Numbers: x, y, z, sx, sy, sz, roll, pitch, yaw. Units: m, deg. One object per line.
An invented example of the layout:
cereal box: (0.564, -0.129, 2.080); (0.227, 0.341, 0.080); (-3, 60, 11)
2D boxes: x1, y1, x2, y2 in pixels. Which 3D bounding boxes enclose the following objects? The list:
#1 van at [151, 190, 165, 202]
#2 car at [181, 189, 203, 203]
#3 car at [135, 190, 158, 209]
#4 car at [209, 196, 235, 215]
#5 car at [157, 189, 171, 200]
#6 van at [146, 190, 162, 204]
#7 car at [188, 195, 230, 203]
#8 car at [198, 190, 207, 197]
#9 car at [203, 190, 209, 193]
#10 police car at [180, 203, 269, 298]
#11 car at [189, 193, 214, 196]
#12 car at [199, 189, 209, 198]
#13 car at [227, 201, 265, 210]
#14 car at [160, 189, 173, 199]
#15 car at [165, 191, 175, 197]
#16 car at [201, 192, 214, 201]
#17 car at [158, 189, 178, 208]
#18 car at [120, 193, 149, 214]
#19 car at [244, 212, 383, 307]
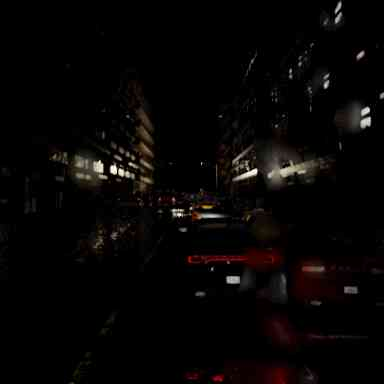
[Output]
van: (-5.229, 0.623, 51.952); (1.690, 1.788, 3.998); (1, 1, 0)
car: (0.059, 0.594, 44.737); (2.150, 2.045, 5.566); (0, 1, 0)
car: (-5.247, 0.812, 35.362); (2.192, 1.841, 5.009); (2, 1, 0)
car: (2.620, 1.118, 29.762); (1.887, 1.381, 4.507); (1, 1, 0)
car: (-5.215, 0.463, 63.012); (2.192, 1.841, 5.009); (1, 1, 0)
van: (-5.234, 0.692, 46.421); (1.690, 1.788, 3.998); (2, 1, 0)
car: (0.848, 1.183, 18.503); (1.801, 1.575, 5.366); (0, 1, 0)
car: (2.653, 0.338, 85.067); (1.967, 1.590, 4.097); (1, 1, 0)
car: (2.647, 0.828, 51.884); (1.887, 1.381, 4.507); (1, 1, 0)
police car: (0.720, 1.298, 8.417); (1.930, 1.638, 5.238); (0, 1, 0)
car: (0.855, 1.100, 24.505); (1.801, 1.575, 5.366); (0, 1, 0)
car: (2.644, 0.335, 74.003); (2.192, 1.841, 5.009); (1, 1, 0)
car: (2.602, 1.327, 13.343); (1.752, 1.417, 4.829); (1, 1, 0)
car: (-5.208, 0.398, 68.541); (2.192, 1.841, 5.009); (1, 1, 0)
car: (-5.202, 0.523, 79.606); (1.947, 1.339, 4.313); (1, 1, 0)
car: (2.653, 0.760, 57.413); (1.887, 1.381, 4.507); (1, 1, 0)
car: (-2.799, 0.811, 38.135); (2.097, 1.767, 4.553); (0, 1, 0)
car: (-5.259, 1.099, 29.664); (1.752, 1.417, 4.829); (2, 1, 0)
car: (2.595, 1.429, 7.642); (1.887, 1.381, 4.507); (1, 1, 0)
